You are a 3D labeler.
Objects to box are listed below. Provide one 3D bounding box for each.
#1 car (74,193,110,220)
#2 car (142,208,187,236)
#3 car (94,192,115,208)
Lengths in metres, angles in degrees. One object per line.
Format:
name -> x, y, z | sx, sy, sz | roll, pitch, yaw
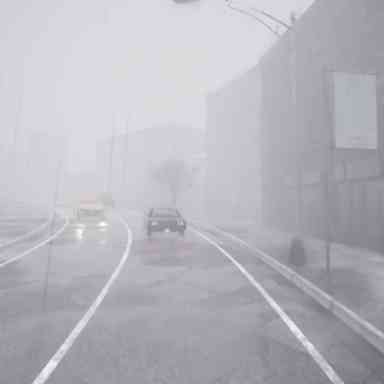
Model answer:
car -> -7.688, 1.126, 24.788 | 1.882, 1.535, 5.008 | 1, 1, -23
car -> -1.589, 1.465, 17.599 | 1.895, 1.301, 4.718 | 1, 1, -12
car -> -10.232, 0.769, 36.886 | 2.097, 1.767, 4.553 | 2, 0, -35
